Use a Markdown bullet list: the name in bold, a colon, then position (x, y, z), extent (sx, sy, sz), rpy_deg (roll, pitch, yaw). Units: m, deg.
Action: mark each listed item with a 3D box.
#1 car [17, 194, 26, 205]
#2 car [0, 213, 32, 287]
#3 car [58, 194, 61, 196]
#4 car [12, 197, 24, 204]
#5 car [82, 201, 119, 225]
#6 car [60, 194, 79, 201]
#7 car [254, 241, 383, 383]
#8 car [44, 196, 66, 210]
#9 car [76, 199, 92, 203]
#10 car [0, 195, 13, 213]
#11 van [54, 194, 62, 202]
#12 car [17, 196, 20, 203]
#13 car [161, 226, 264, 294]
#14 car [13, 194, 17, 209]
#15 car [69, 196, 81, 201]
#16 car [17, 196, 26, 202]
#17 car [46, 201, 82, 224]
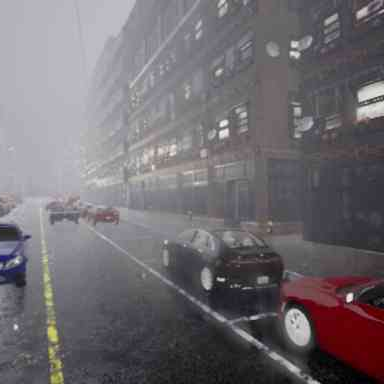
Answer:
- **car**: position (-32.107, 1.374, 60.773), extent (2.192, 1.841, 5.009), rpy_deg (2, -1, -25)
- **car**: position (-5.417, 1.516, 8.958), extent (1.812, 1.442, 4.674), rpy_deg (0, 0, -25)
- **car**: position (-20.329, 1.499, 53.960), extent (1.967, 1.590, 4.097), rpy_deg (2, -1, -25)
- **car**: position (-34.429, 1.621, 65.793), extent (1.887, 1.381, 4.507), rpy_deg (2, -1, -25)
- **car**: position (-6.405, 1.557, 23.836), extent (1.887, 1.381, 4.507), rpy_deg (2, -1, -25)
- **car**: position (-15.694, 1.352, 43.915), extent (2.192, 1.841, 5.009), rpy_deg (2, -1, -25)
- **car**: position (2.858, 1.559, 3.745), extent (1.887, 1.381, 4.507), rpy_deg (2, -1, -25)
- **car**: position (-16.695, 1.549, 40.201), extent (1.812, 1.442, 4.674), rpy_deg (0, 0, -26)
- **car**: position (-8.720, 1.562, 28.858), extent (1.887, 1.381, 4.507), rpy_deg (2, -1, -25)
- **car**: position (-18.212, 1.308, 30.640), extent (2.192, 1.841, 5.009), rpy_deg (2, -1, -25)
- **van**: position (-31.908, 1.488, 79.077), extent (1.690, 1.788, 3.998), rpy_deg (1, -1, -25)
- **car**: position (-25.166, 1.583, 45.705), extent (1.947, 1.339, 4.313), rpy_deg (2, -1, -25)
- **car**: position (0.542, 1.562, 8.768), extent (2.008, 1.369, 4.403), rpy_deg (2, -1, -25)
- **car**: position (-20.528, 1.315, 35.662), extent (2.192, 1.841, 5.009), rpy_deg (2, -1, -25)
- **car**: position (-11.027, 1.463, 33.886), extent (1.967, 1.590, 4.097), rpy_deg (2, -1, -25)
- **car**: position (-41.378, 1.723, 80.861), extent (1.802, 1.307, 4.206), rpy_deg (2, -1, -25)
- **car**: position (-9.554, 1.605, 24.675), extent (1.895, 1.301, 4.718), rpy_deg (0, 0, -24)
